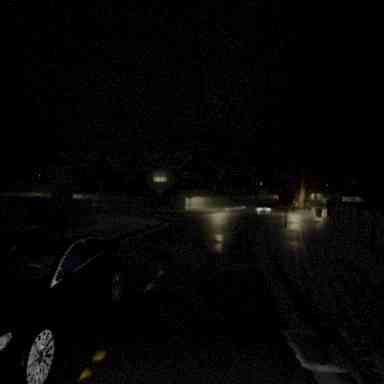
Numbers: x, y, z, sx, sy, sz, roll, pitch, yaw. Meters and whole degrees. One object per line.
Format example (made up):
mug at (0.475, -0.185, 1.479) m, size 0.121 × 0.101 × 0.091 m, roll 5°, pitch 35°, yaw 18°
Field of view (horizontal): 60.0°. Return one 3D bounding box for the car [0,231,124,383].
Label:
car at (-2.479, 1.452, 5.284) m, size 2.128 × 1.511 × 4.902 m, roll 0°, pitch 0°, yaw 4°

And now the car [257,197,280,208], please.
car at (10.788, 1.417, 46.584) m, size 2.033 × 1.411 × 5.357 m, roll 0°, pitch 0°, yaw 31°
